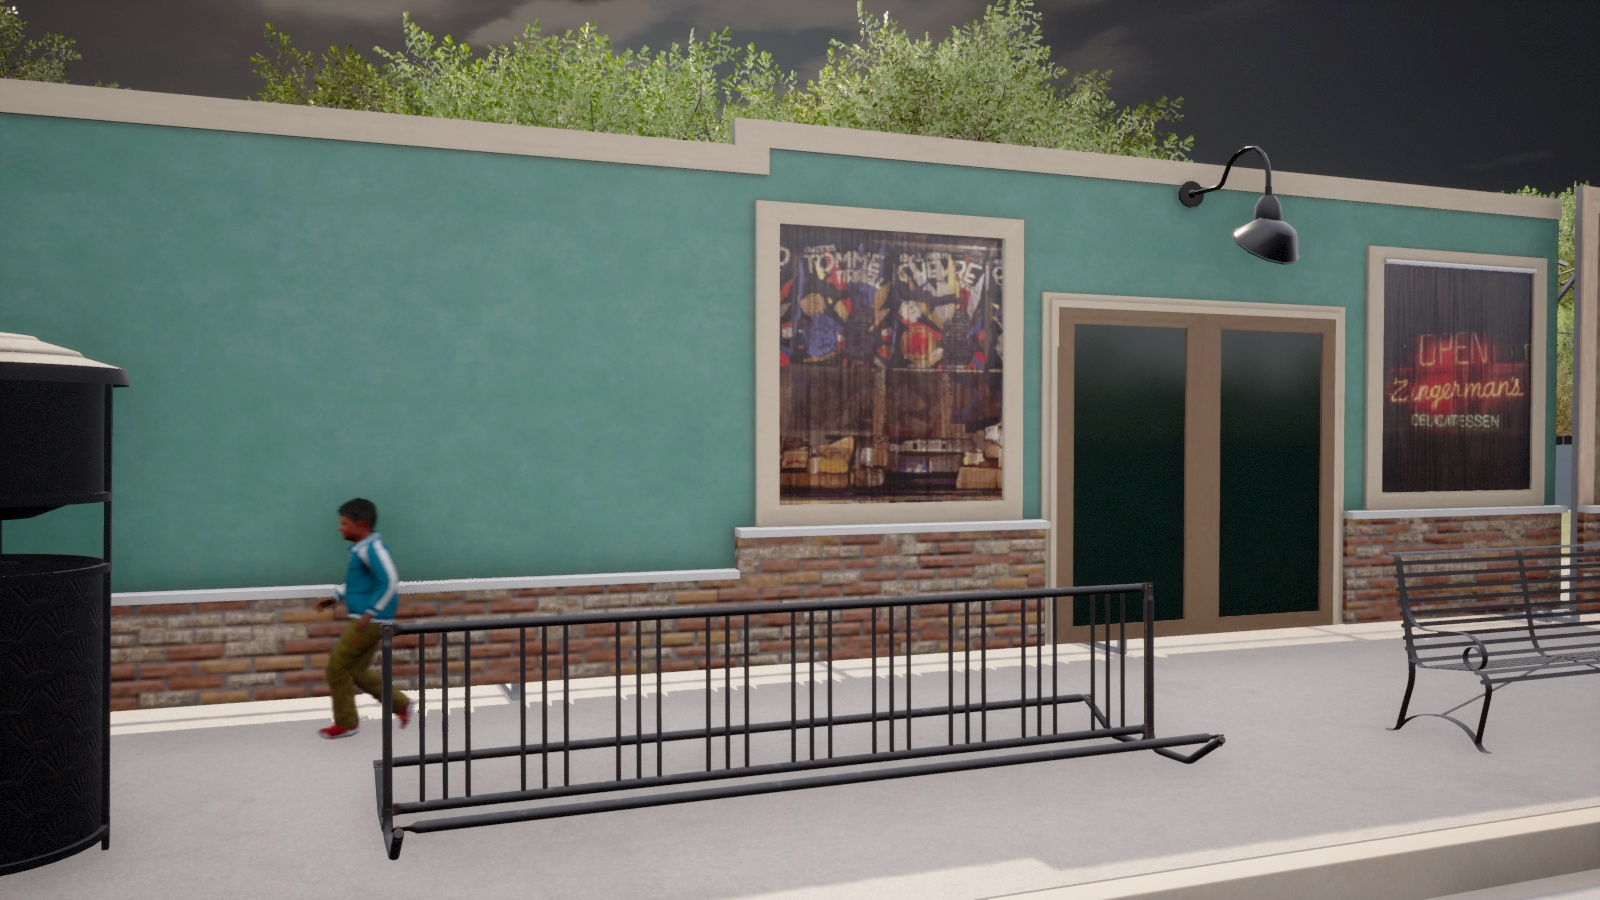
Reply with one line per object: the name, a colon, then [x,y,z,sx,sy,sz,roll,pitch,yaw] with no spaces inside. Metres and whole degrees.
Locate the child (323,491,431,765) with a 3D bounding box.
child: [-1.956,0.797,5.794,0.448,1.192,0.343,-1,1,-21]
